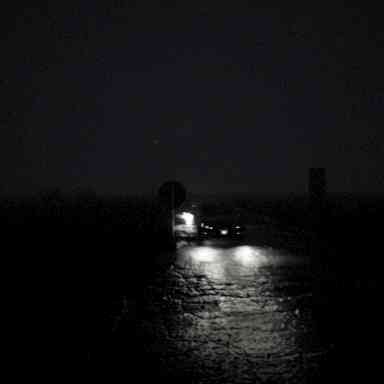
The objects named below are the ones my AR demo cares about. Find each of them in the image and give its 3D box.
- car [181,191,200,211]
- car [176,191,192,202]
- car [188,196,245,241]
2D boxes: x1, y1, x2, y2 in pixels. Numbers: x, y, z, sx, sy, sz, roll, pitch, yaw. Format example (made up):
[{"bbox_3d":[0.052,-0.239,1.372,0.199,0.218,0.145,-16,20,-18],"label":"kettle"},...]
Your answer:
[{"bbox_3d":[-0.056,0.842,29.556,2.128,1.511,4.902,0,1,-4],"label":"car"},{"bbox_3d":[-1.201,0.555,46.246,2.033,1.411,5.357,0,1,-4],"label":"car"},{"bbox_3d":[1.015,1.162,14.647,1.837,1.490,4.892,0,2,-4],"label":"car"}]
